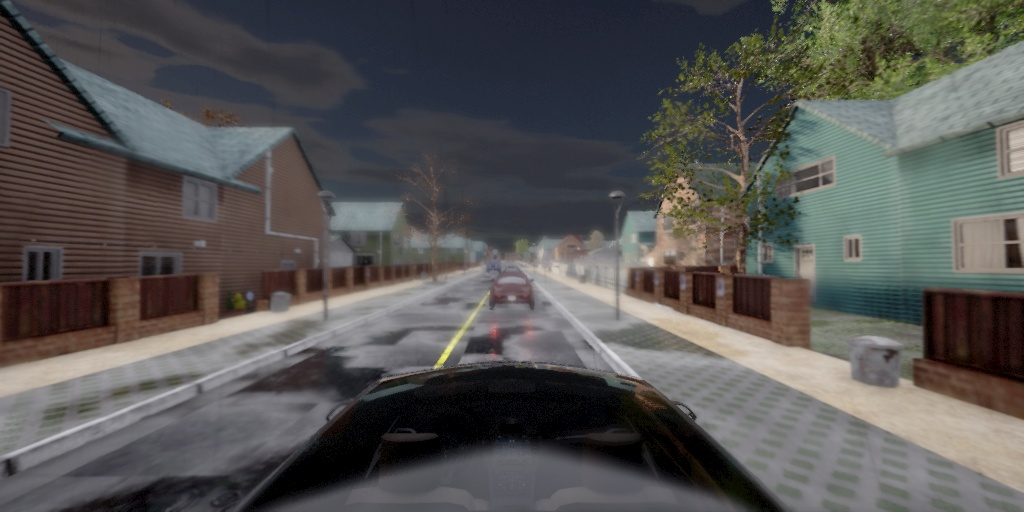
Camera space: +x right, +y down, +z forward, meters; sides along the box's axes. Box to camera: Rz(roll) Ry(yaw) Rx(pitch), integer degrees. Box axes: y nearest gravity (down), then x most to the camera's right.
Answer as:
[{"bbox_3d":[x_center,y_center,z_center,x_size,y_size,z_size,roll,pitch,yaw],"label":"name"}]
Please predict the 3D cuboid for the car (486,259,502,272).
[{"bbox_3d":[-2.780,1.539,55.350,2.150,2.045,5.566,0,-1,0],"label":"car"}]

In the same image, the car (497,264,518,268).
[{"bbox_3d":[0.007,1.621,30.472,1.994,1.385,4.181,0,0,0],"label":"car"}]

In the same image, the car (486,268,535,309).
[{"bbox_3d":[0.017,1.427,15.752,1.812,1.442,4.674,0,0,0],"label":"car"}]
